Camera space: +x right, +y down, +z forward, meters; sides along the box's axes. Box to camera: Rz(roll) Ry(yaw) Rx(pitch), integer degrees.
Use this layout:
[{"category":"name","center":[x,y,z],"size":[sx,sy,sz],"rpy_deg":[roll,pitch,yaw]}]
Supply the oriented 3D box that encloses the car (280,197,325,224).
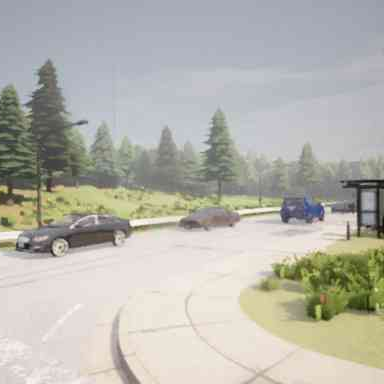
[{"category":"car","center":[8.860,1.379,26.558],"size":[2.150,2.045,5.566],"rpy_deg":[-1,-1,36]}]

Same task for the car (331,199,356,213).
[{"category":"car","center":[17.765,1.762,39.108],"size":[1.994,1.385,4.181],"rpy_deg":[-1,-1,36]}]

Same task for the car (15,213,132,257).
[{"category":"car","center":[-4.665,1.640,13.851],"size":[2.128,1.511,4.902],"rpy_deg":[-1,-1,35]}]

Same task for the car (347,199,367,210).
[{"category":"car","center":[23.467,1.750,47.223],"size":[1.812,1.442,4.674],"rpy_deg":[-1,-1,35]}]

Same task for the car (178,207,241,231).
[{"category":"car","center":[1.321,1.722,22.222],"size":[2.033,1.411,5.357],"rpy_deg":[-1,-1,36]}]
